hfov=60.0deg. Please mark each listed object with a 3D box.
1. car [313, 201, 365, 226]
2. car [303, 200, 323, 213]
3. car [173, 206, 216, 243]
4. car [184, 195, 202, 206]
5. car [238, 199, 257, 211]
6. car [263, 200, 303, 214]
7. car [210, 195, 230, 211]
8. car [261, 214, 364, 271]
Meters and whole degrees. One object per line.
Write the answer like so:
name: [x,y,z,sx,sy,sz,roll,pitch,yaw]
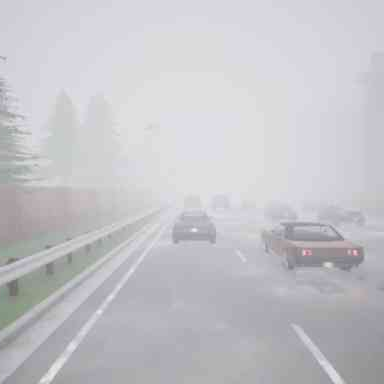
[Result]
car: [10.599,1.593,23.849,1.812,1.442,4.674,0,0,0]
car: [14.040,1.600,38.245,2.128,1.511,4.902,0,0,1]
car: [0.100,1.610,16.327,1.994,1.385,4.181,0,0,0]
car: [0.099,1.346,44.495,2.150,2.045,5.566,0,0,0]
car: [7.027,1.612,42.485,2.128,1.511,4.902,0,0,1]
car: [7.098,1.640,27.018,1.994,1.385,4.181,0,0,0]
car: [3.595,1.339,42.568,2.150,2.045,5.566,0,0,0]
car: [3.597,1.632,10.975,1.895,1.301,4.718,0,0,0]
